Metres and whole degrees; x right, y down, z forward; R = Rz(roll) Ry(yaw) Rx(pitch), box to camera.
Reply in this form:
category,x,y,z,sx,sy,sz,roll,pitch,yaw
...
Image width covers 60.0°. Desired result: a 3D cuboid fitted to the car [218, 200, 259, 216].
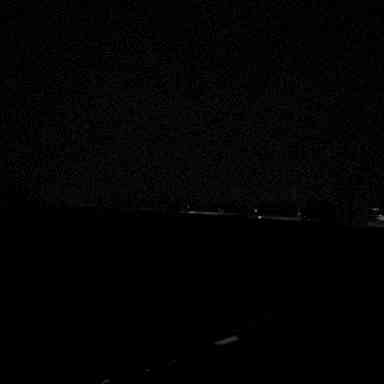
category,x,y,z,sx,sy,sz,roll,pitch,yaw
car,4.749,1.629,34.208,2.128,1.511,4.902,1,-1,-36

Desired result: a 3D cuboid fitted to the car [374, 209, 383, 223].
category,x,y,z,sx,sy,sz,roll,pitch,yaw
car,15.568,1.551,23.711,1.882,1.535,5.008,2,-1,-23

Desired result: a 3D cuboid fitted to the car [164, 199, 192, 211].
category,x,y,z,sx,sy,sz,roll,pitch,yaw
car,-1.855,1.730,43.376,2.128,1.511,4.902,1,-1,-36

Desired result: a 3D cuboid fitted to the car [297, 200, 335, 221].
category,x,y,z,sx,sy,sz,roll,pitch,yaw
car,10.665,1.413,26.123,2.097,1.767,4.553,1,-1,-38
